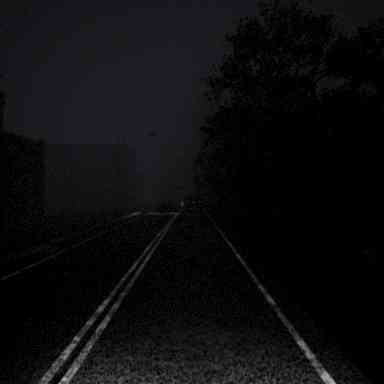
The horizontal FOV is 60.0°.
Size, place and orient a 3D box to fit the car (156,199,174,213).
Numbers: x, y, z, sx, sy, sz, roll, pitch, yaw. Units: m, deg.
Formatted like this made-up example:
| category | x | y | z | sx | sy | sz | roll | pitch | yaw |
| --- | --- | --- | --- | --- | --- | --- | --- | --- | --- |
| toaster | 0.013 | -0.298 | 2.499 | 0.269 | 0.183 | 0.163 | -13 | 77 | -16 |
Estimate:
| category | x | y | z | sx | sy | sz | roll | pitch | yaw |
| --- | --- | --- | --- | --- | --- | --- | --- | --- | --- |
| car | -3.189 | 1.606 | 39.850 | 1.882 | 1.535 | 5.008 | 0 | 0 | 1 |

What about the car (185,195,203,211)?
| category | x | y | z | sx | sy | sz | roll | pitch | yaw |
| --- | --- | --- | --- | --- | --- | --- | --- | --- | --- |
| car | 0.227 | 1.364 | 42.636 | 2.150 | 2.045 | 5.566 | 0 | 0 | 1 |
